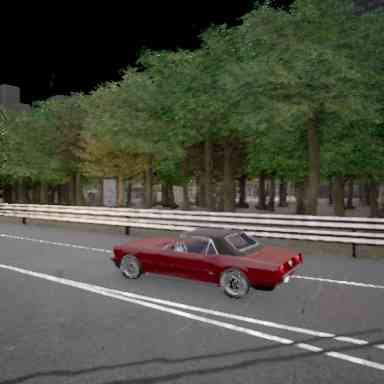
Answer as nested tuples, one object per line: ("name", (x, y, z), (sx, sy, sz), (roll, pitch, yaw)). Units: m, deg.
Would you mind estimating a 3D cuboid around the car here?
("car", (0.188, 1.607, 8.427), (4.718, 1.301, 1.895), (0, 0, 32))
